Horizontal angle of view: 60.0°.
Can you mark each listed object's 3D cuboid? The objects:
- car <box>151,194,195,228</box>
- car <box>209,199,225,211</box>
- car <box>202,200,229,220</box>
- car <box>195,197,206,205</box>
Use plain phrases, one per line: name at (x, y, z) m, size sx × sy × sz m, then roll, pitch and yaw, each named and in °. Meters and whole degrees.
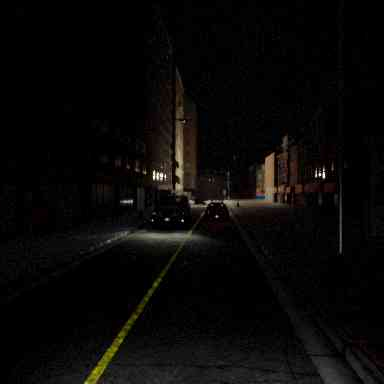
car at (-1.274, 1.226, 22.432) m, size 2.150 × 2.045 × 5.566 m, roll 0°, pitch 1°, yaw 4°
car at (3.195, 1.631, 42.468) m, size 1.895 × 1.301 × 4.718 m, roll 0°, pitch 0°, yaw 4°
car at (2.123, 1.617, 28.246) m, size 1.895 × 1.301 × 4.718 m, roll 0°, pitch 0°, yaw 4°
car at (1.366, 1.569, 57.276) m, size 1.837 × 1.490 × 4.892 m, roll 0°, pitch 0°, yaw 4°
